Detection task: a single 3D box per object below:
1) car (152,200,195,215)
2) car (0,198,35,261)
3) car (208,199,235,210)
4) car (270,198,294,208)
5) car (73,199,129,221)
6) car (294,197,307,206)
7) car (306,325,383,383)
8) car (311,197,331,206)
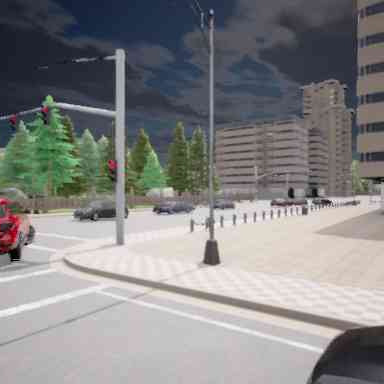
[{"bbox_3d":[-1.842,1.583,35.216,2.033,1.411,5.357,0,0,36],"label":"car"},{"bbox_3d":[-7.244,1.244,12.082,2.150,2.045,5.566,-2,1,-21],"label":"car"},{"bbox_3d":[3.863,1.599,43.175,1.994,1.385,4.181,0,0,36],"label":"car"},{"bbox_3d":[13.293,1.555,50.035,1.812,1.442,4.674,0,0,36],"label":"car"},{"bbox_3d":[-7.434,1.388,27.391,2.097,1.767,4.553,0,0,36],"label":"car"},{"bbox_3d":[18.297,1.592,57.031,1.994,1.385,4.181,0,0,36],"label":"car"},{"bbox_3d":[2.825,1.562,1.977,4.181,1.385,1.994,0,0,36],"label":"car"},{"bbox_3d":[21.666,1.569,55.790,2.033,1.411,5.357,0,0,38],"label":"car"}]
